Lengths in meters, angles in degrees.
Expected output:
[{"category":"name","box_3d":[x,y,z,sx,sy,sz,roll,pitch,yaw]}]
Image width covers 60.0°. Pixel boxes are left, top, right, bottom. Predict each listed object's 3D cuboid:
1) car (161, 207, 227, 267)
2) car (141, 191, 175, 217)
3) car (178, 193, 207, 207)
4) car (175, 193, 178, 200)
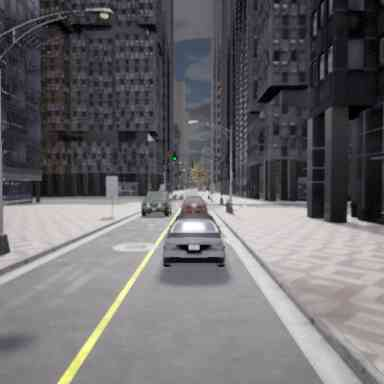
[{"category":"car","box_3d":[0.086,1.434,10.988,2.033,1.411,5.357,0,1,1]},{"category":"car","box_3d":[-2.885,0.956,28.202,2.150,2.045,5.566,0,0,1]},{"category":"car","box_3d":[0.196,1.089,27.858,2.097,1.767,4.553,0,0,1]},{"category":"car","box_3d":[-2.677,0.969,65.134,2.128,1.511,4.902,0,1,1]}]
